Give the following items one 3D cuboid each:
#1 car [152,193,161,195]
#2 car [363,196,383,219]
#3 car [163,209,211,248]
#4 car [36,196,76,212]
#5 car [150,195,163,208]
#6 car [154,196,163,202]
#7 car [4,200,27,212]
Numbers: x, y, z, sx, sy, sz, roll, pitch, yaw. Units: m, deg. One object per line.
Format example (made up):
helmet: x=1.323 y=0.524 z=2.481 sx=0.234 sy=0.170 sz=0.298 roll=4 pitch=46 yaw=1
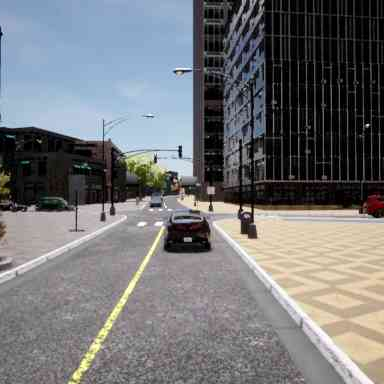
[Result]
car: x=-6.716 y=1.240 z=63.510 sx=2.150 sy=2.045 sz=5.566 roll=0 pitch=0 yaw=-5
car: x=15.765 y=1.188 z=25.206 sx=5.009 sy=1.841 sz=2.192 roll=0 pitch=-1 yaw=18
car: x=-0.226 y=1.510 z=14.698 sx=1.837 sy=1.490 sz=4.892 roll=0 pitch=0 yaw=-2
car: x=-15.493 y=1.381 z=38.117 sx=4.553 sy=1.767 sz=2.097 roll=0 pitch=-1 yaw=17
car: x=-5.424 y=1.560 z=50.145 sx=2.033 sy=1.411 sz=5.357 roll=0 pitch=0 yaw=-6
car: x=-7.840 y=1.573 z=77.719 sx=1.994 sy=1.385 sz=4.181 roll=0 pitch=0 yaw=-4
car: x=-20.555 y=1.568 z=37.121 sx=4.313 sy=1.339 sz=1.947 roll=0 pitch=-1 yaw=18
